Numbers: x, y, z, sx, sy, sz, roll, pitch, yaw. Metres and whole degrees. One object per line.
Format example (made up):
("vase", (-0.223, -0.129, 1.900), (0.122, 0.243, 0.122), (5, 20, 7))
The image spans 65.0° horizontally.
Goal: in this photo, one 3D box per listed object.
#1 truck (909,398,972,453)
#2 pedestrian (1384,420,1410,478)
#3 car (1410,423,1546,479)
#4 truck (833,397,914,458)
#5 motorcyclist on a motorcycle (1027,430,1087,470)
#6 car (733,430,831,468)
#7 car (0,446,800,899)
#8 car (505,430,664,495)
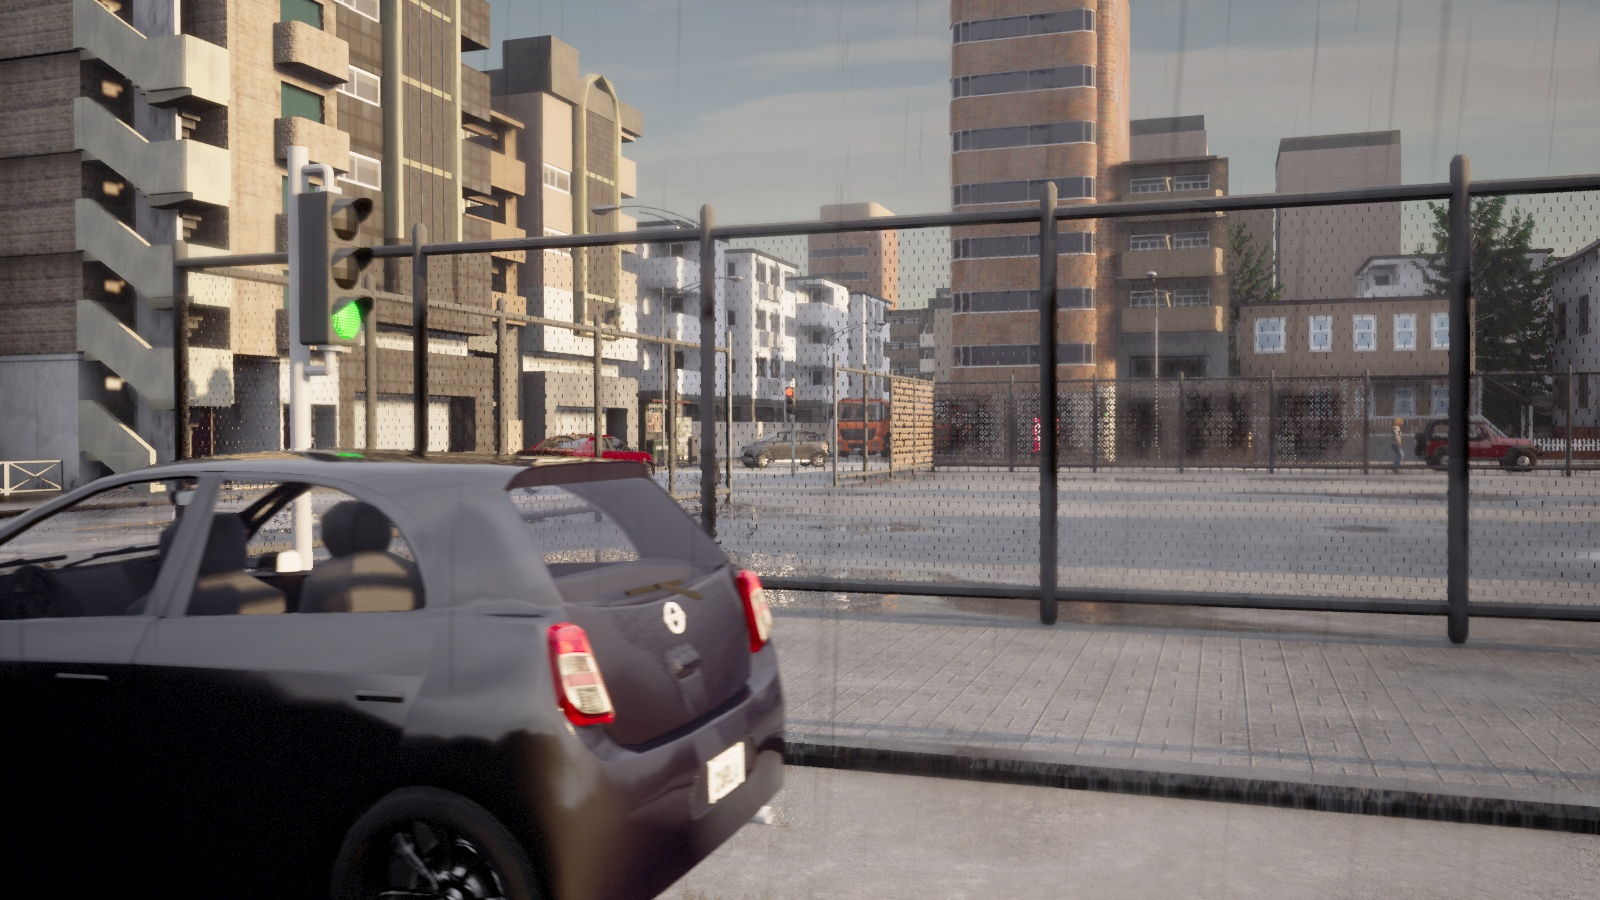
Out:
("truck", (10.383, -1.776, 92.243), (2.891, 3.827, 8.468), (1, 1, 18))
("pedestrian", (19.254, -0.040, 40.489), (0.706, 1.836, 0.354), (1, 1, 29))
("car", (23.479, 0.012, 43.646), (3.866, 1.878, 1.905), (1, 1, 19))
("truck", (4.478, -1.336, 74.755), (2.891, 3.462, 7.936), (1, 1, 18))
("motorcyclist on a motorcycle", (10.664, -0.018, 52.164), (2.350, 1.649, 0.766), (0, 1, 19))
("car", (-0.764, -0.038, 52.472), (3.705, 1.549, 1.789), (0, 0, -23))
("car", (-2.020, 0.762, 4.403), (3.633, 1.501, 1.845), (1, 1, 19))
("car", (-5.473, 0.262, 32.603), (1.882, 1.535, 5.008), (1, 1, 19))
